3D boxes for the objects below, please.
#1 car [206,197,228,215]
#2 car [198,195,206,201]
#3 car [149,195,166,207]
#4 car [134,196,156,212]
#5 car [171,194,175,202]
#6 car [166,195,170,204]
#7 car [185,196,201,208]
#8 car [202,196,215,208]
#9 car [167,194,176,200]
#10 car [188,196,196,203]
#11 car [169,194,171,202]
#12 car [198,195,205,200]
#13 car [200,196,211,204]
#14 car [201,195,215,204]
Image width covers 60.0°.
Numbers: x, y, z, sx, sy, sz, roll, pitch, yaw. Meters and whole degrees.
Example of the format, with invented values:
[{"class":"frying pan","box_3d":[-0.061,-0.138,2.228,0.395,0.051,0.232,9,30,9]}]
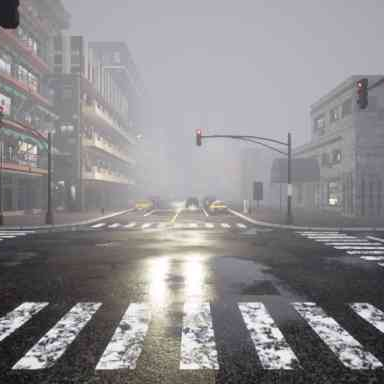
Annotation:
[{"class":"car","box_3d":[2.681,1.544,33.964,1.752,1.417,4.829,0,0,0]},{"class":"car","box_3d":[2.661,1.632,89.356,1.752,1.417,4.829,0,0,0]},{"class":"car","box_3d":[-5.705,1.351,50.408,2.192,1.841,5.009,0,0,0]},{"class":"car","box_3d":[-5.702,1.549,39.159,1.752,1.417,4.829,0,0,0]},{"class":"car","box_3d":[-5.716,1.627,78.104,1.887,1.381,4.507,0,0,0]},{"class":"car","box_3d":[-5.710,1.603,61.486,2.008,1.369,4.403,0,0,0]},{"class":"car","box_3d":[0.083,1.540,50.019,1.837,1.490,4.892,0,0,0]},{"class":"car","box_3d":[2.677,1.611,44.872,1.802,1.307,4.206,0,0,0]},{"class":"car","box_3d":[-5.721,1.434,94.722,2.192,1.841,5.009,0,0,0]},{"class":"car","box_3d":[0.018,1.594,71.051,1.812,1.442,4.674,0,0,0]},{"class":"car","box_3d":[-5.711,1.587,66.855,1.752,1.417,4.829,0,0,0]},{"class":"car","box_3d":[2.659,1.670,94.725,2.008,1.369,4.403,0,0,0]},{"class":"car","box_3d":[2.669,1.612,67.029,2.008,1.369,4.403,0,0,0]},{"class":"car","box_3d":[2.676,1.351,50.411,2.192,1.841,5.009,0,0,0]}]
